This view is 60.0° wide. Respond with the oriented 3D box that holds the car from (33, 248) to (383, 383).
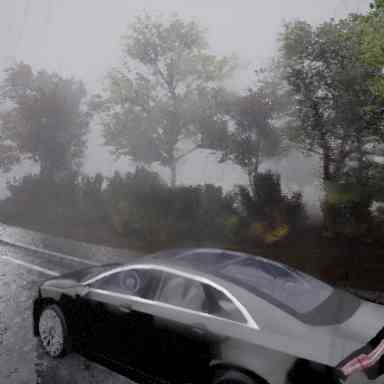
[{"bbox_3d":[-0.170,1.501,4.300,4.902,1.511,2.128,0,0,37],"label":"car"}]
